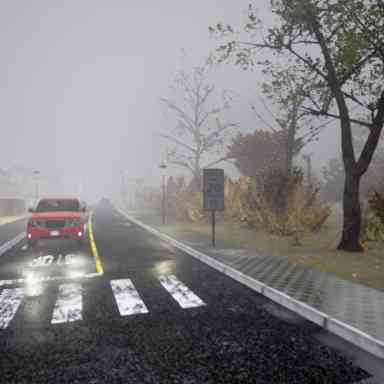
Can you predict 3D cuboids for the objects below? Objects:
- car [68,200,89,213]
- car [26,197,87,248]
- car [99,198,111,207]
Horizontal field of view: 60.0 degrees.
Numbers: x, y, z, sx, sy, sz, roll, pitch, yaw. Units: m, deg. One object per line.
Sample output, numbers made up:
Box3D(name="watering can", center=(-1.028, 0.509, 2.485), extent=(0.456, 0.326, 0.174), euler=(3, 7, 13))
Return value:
Box3D(name="car", center=(-13.546, 1.717, 40.070), extent=(2.033, 1.411, 5.357), euler=(0, 0, -15))
Box3D(name="car", center=(-6.128, 1.246, 15.405), extent=(2.150, 2.045, 5.566), euler=(0, 0, -18))
Box3D(name="car", center=(-14.715, 1.752, 56.335), extent=(1.882, 1.535, 5.008), euler=(0, 0, -13))
